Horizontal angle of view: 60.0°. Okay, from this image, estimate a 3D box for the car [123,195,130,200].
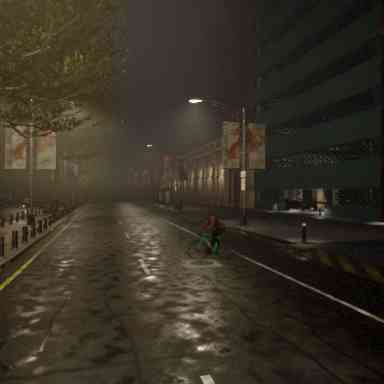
[{"bbox_3d":[-18.375,1.595,92.758,1.895,1.301,4.718,0,0,-15],"label":"car"}]

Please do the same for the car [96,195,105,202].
[{"bbox_3d":[-21.364,1.500,77.804,1.837,1.490,4.892,0,0,-15],"label":"car"}]

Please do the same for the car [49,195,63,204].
[{"bbox_3d":[-24.755,1.563,59.324,1.994,1.385,4.181,0,0,-14],"label":"car"}]

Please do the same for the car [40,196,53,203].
[{"bbox_3d":[-32.163,1.540,73.670,2.033,1.411,5.357,0,0,-15],"label":"car"}]

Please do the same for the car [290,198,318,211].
[{"bbox_3d":[12.642,1.413,38.946,2.161,1.482,4.786,0,0,-15],"label":"car"}]

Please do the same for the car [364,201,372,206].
[{"bbox_3d":[23.954,1.463,41.554,1.895,1.301,4.718,0,0,-15],"label":"car"}]

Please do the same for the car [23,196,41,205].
[{"bbox_3d":[-28.157,1.477,58.519,1.882,1.535,5.008,0,0,-14],"label":"car"}]

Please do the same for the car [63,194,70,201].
[{"bbox_3d":[-28.698,1.355,74.261,2.097,1.767,4.553,0,0,-15],"label":"car"}]

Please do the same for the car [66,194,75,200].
[{"bbox_3d":[-32.711,1.210,89.274,1.837,1.490,4.892,0,0,-15],"label":"car"}]

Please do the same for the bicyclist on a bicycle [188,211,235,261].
[{"bbox_3d":[0.650,1.449,10.967,1.656,1.620,0.582,0,0,-15],"label":"bicyclist on a bicycle"}]

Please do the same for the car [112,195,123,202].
[{"bbox_3d":[-17.705,1.478,77.673,1.882,1.535,5.008,0,0,-15],"label":"car"}]

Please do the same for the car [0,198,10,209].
[{"bbox_3d":[-25.829,1.504,43.043,1.837,1.490,4.892,2,1,10],"label":"car"}]

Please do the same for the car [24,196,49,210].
[{"bbox_3d":[-20.701,1.505,43.965,1.837,1.490,4.892,0,0,-15],"label":"car"}]
